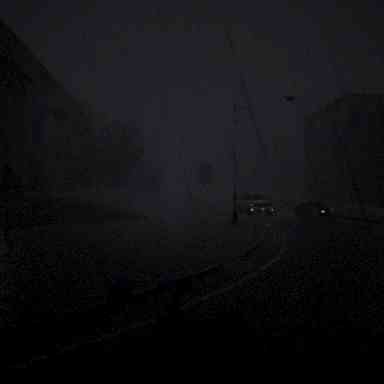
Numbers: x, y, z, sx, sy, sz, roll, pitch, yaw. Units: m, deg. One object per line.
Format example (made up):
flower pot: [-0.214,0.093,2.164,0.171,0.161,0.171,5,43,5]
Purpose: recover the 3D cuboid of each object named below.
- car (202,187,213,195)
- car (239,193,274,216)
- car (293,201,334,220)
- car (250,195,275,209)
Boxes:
car: [3.349,-0.317,71.834,2.097,1.767,4.553,0,4,-4]
car: [5.895,1.095,31.244,2.150,2.045,5.566,0,0,-4]
car: [9.777,1.446,27.046,1.994,1.385,4.181,0,0,-3]
car: [8.869,1.240,42.424,1.882,1.535,5.008,0,1,-4]
